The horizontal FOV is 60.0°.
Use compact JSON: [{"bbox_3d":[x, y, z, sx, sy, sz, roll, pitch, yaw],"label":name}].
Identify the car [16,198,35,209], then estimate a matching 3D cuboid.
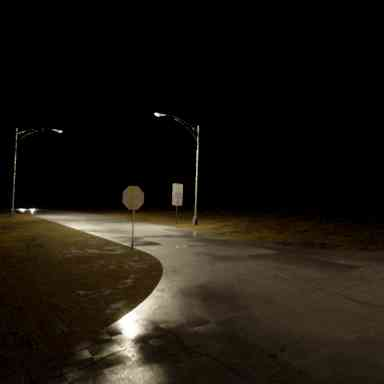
[{"bbox_3d":[-23.274,1.593,46.499,1.994,1.385,4.181,3,-2,-35],"label":"car"}]
